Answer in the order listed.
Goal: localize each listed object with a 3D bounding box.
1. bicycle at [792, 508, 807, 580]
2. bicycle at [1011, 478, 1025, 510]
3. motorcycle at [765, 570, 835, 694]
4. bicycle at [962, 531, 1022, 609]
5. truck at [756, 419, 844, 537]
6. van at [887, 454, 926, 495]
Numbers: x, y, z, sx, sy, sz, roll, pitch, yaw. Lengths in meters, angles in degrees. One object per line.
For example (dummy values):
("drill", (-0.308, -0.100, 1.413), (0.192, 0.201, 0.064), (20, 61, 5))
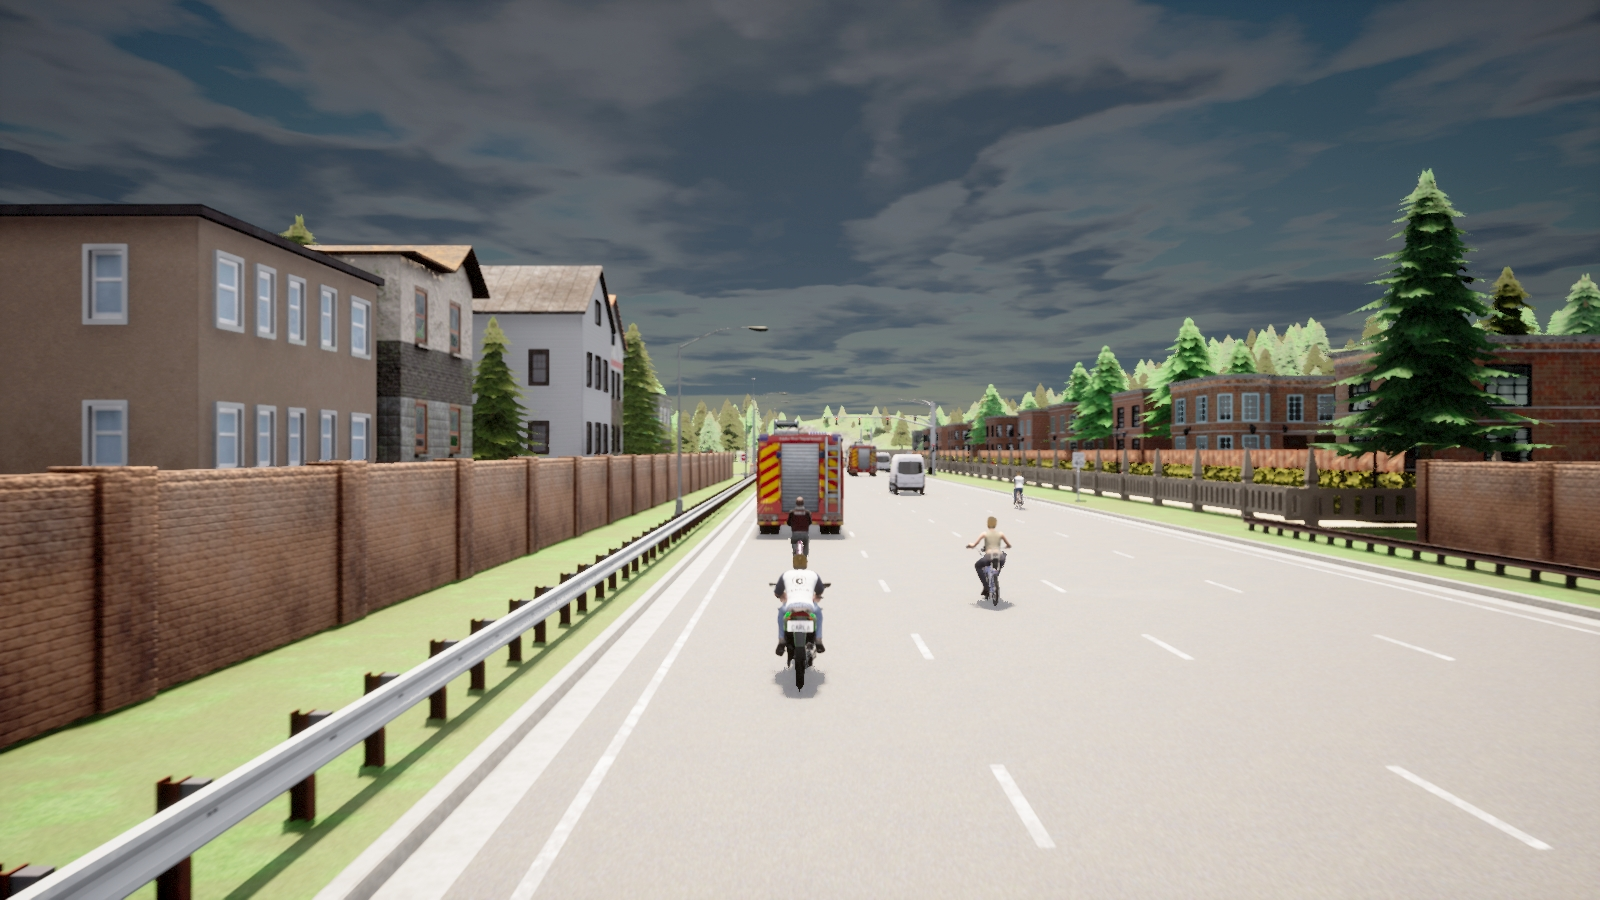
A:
("bicycle", (-0.008, 2.078, 25.732), (0.329, 1.471, 1.835), (0, 0, 0))
("bicycle", (10.502, 2.092, 55.000), (0.373, 1.496, 1.643), (0, 0, 0))
("motorcycle", (-0.001, 2.197, 14.146), (0.803, 1.199, 2.033), (0, 0, 0))
("bicycle", (3.499, 2.172, 20.954), (0.859, 1.277, 1.487), (0, 0, 0))
("truck", (-0.007, 0.918, 41.543), (2.891, 3.827, 8.468), (0, 0, 0))
("van", (6.991, 1.584, 75.380), (1.988, 2.561, 5.915), (0, 0, 0))
